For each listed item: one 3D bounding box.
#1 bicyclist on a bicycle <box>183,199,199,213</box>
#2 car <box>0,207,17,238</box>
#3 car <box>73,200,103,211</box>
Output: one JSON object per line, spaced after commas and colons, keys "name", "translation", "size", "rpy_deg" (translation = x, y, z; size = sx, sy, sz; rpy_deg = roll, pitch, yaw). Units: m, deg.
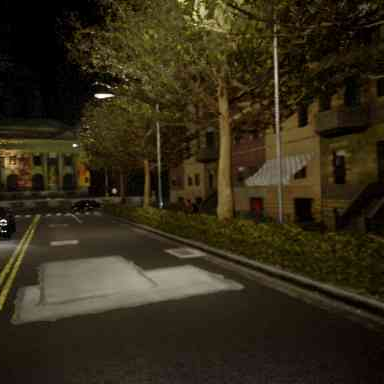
{"name": "bicyclist on a bicycle", "translation": [-0.038, 1.277, 21.697], "size": [1.656, 1.620, 0.582], "rpy_deg": [-2, 0, -23]}
{"name": "car", "translation": [-11.300, 1.646, 18.863], "size": [2.097, 1.767, 4.553], "rpy_deg": [-2, 0, -23]}
{"name": "car", "translation": [-14.354, 1.857, 46.345], "size": [1.837, 1.490, 4.892], "rpy_deg": [-4, -1, 27]}
